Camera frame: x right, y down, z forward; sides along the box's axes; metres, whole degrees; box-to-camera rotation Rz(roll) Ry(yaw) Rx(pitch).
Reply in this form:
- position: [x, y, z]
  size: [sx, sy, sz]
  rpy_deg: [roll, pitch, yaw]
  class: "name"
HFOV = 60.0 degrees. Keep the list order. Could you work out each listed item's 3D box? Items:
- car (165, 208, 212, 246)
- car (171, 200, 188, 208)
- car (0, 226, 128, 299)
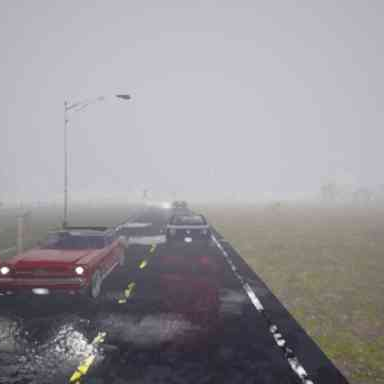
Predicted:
- position: [-0.204, 1.627, 15.475]
  size: [1.895, 1.301, 4.718]
  rpy_deg: [0, 0, -2]
  class: "car"
- position: [-1.368, 1.631, 37.055]
  size: [2.033, 1.411, 5.357]
  rpy_deg: [0, 0, -4]
  class: "car"
- position: [-2.966, 1.609, 8.629]
  size: [1.895, 1.301, 4.718]
  rpy_deg: [0, 0, -1]
  class: "car"
